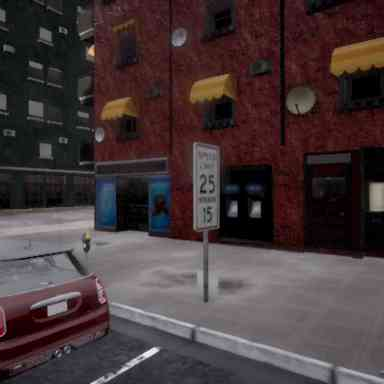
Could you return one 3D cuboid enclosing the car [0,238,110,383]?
[{"bbox_3d":[-3.215,1.439,5.170,4.097,1.590,1.967,0,0,36],"label":"car"}]
